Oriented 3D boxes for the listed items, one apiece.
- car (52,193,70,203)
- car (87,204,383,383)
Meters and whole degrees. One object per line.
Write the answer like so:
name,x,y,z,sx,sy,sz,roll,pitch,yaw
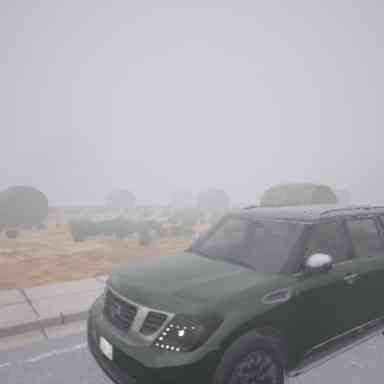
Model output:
car,-24.778,1.195,63.204,1.905,1.878,3.866,6,3,8
car,1.402,1.234,4.934,5.566,2.045,2.150,1,0,-35
